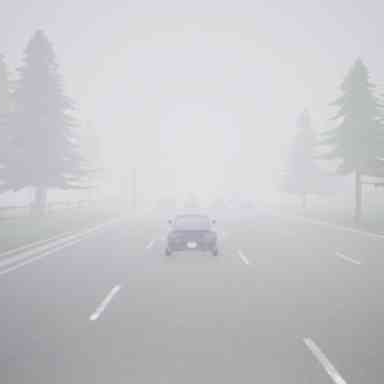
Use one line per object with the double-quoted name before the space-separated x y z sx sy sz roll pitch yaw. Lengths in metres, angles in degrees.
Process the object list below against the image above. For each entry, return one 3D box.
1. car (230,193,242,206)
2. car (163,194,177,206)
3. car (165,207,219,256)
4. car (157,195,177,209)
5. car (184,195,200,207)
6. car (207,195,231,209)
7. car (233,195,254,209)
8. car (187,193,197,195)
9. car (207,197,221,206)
"car" 6.991 1.160 53.900 2.150 2.045 5.566 0 0 0
"car" -3.509 1.290 53.839 2.097 1.767 4.553 0 0 0
"car" -0.002 1.511 12.837 1.812 1.442 4.674 0 0 0
"car" -3.508 1.497 43.449 2.033 1.411 5.357 0 0 0
"car" -0.008 1.513 43.866 1.994 1.385 4.181 0 0 0
"car" 3.492 1.442 43.450 2.128 1.511 4.902 0 0 0
"car" 6.992 1.475 43.867 1.812 1.442 4.674 0 0 0
"car" -0.009 1.159 53.899 2.150 2.045 5.566 0 0 0
"car" 3.491 1.539 53.900 1.895 1.301 4.718 0 0 0
